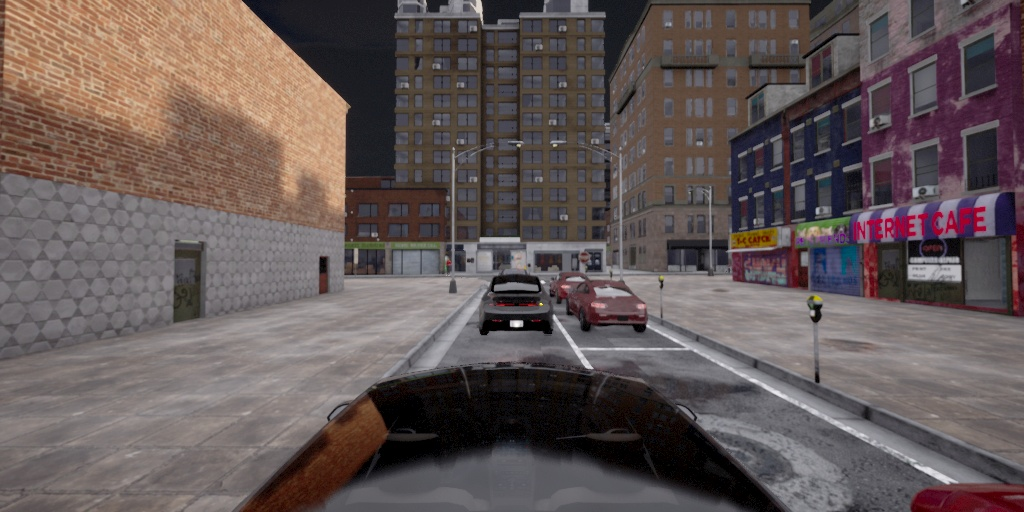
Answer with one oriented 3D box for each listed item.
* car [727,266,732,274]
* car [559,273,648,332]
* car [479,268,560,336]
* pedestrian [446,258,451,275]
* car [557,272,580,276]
[{"bbox_3d":[23.789,1.230,35.106,4.718,1.301,1.895,0,-1,0],"label":"car"},{"bbox_3d":[2.650,1.348,10.653,1.802,1.307,4.207,0,0,0],"label":"car"},{"bbox_3d":[0.102,1.271,10.471,1.837,1.490,4.892,0,0,0],"label":"car"},{"bbox_3d":[-6.772,1.108,38.189,0.375,1.860,0.375,0,-1,0],"label":"pedestrian"},{"bbox_3d":[2.659,1.359,16.092,1.802,1.307,4.207,0,0,0],"label":"car"}]
